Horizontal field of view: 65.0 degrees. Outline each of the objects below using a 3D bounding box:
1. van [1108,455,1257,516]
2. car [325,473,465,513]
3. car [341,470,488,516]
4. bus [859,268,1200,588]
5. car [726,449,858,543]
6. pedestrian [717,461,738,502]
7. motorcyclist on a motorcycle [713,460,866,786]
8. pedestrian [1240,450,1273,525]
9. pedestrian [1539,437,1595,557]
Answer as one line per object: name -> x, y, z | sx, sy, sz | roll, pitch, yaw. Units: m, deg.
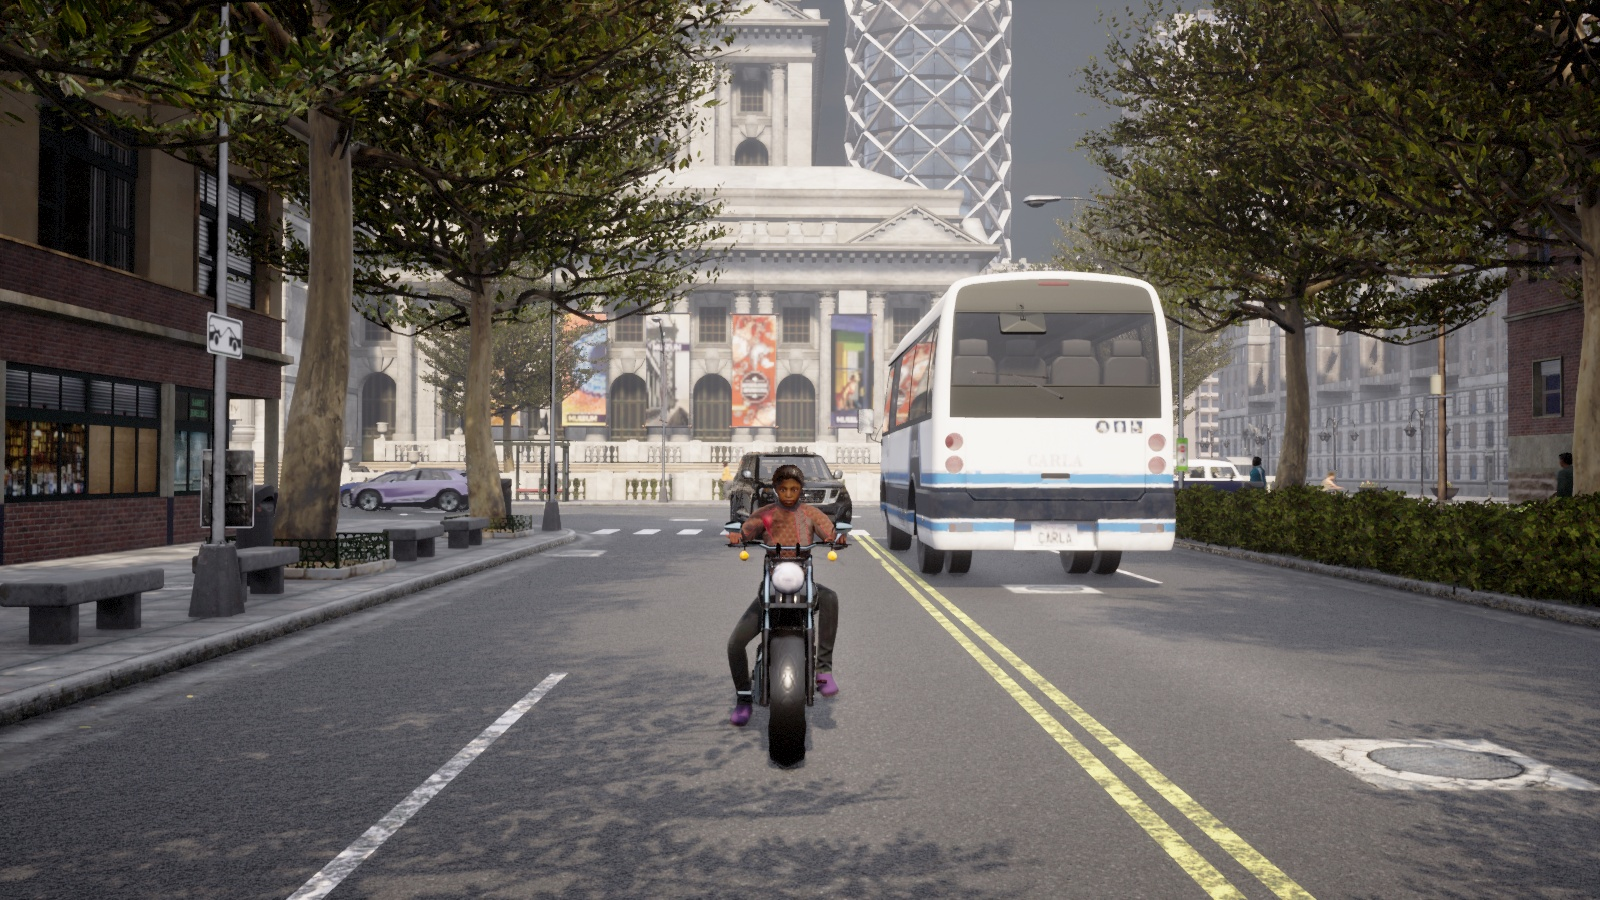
van -> 13.108, 1.210, 43.238 | 4.480, 2.038, 2.069 | 0, -1, 0
car -> -16.119, 1.697, 50.134 | 5.008, 1.535, 1.882 | 0, -1, 0
car -> -14.252, 1.583, 46.642 | 4.856, 1.649, 2.033 | 0, -1, 0
bus -> 3.303, -0.209, 21.872 | 3.944, 4.253, 10.273 | 0, -1, 0
car -> -0.332, 1.043, 30.316 | 2.150, 2.045, 5.566 | 0, -1, -12
pedestrian -> -3.399, 1.468, 58.684 | 0.900, 1.855, 0.874 | 0, -1, -7
motorcyclist on a motorcycle -> -0.065, 0.892, 7.543 | 0.766, 1.649, 2.350 | 0, -1, -1
pedestrian -> 11.855, 0.971, 32.639 | 0.692, 1.930, 0.396 | 0, -1, -7
pedestrian -> 12.632, 0.768, 20.706 | 0.423, 1.949, 0.788 | 0, -1, 1
